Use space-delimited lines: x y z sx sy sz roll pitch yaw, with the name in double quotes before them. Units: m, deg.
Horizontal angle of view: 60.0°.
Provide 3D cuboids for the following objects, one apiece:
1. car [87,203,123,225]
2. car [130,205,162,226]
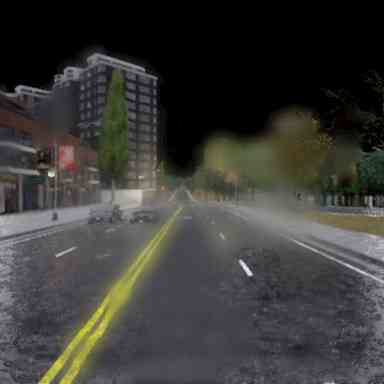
"car" -6.603 1.660 25.728 1.837 1.490 4.892 0 0 0
"car" -3.355 1.698 25.128 2.033 1.411 5.357 0 0 0
